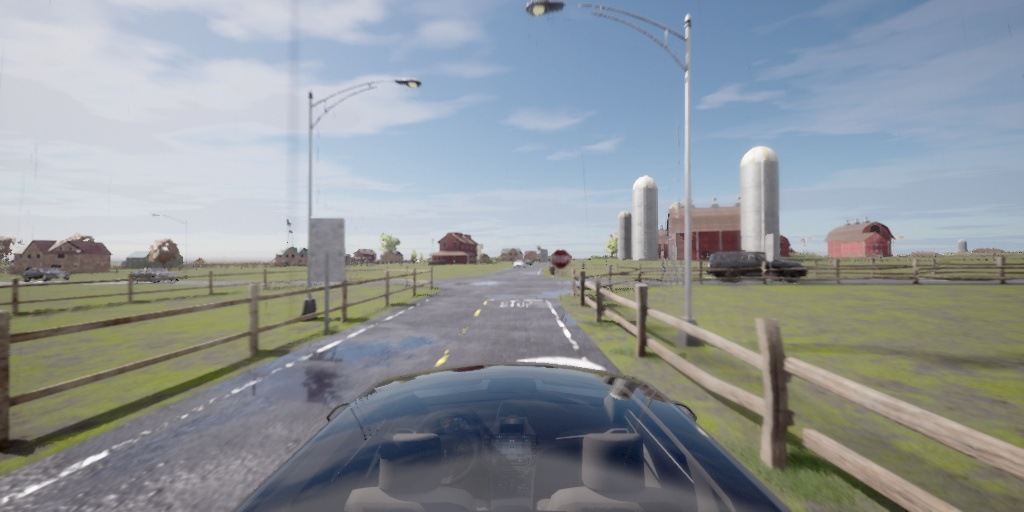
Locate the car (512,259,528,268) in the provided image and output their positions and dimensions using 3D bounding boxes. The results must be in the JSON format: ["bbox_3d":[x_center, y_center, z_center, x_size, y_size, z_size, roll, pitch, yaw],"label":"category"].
[{"bbox_3d":[1.329,1.458,64.772,1.812,1.442,4.674,0,0,8],"label":"car"}]

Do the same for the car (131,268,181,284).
[{"bbox_3d":[-35.840,1.975,36.052,4.902,1.511,2.128,-1,-1,14],"label":"car"}]

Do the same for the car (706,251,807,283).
[{"bbox_3d":[16.043,0.709,23.864,5.566,2.045,2.150,-1,-1,13],"label":"car"}]
